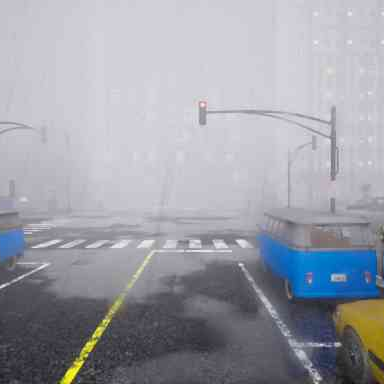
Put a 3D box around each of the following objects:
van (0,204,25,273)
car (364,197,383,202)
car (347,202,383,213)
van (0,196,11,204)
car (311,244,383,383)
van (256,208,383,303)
[{"bbox_3d":[-5.693,1.339,7.986,1.690,1.788,3.998,-1,0,0],"label":"van"},{"bbox_3d":[15.271,1.339,27.264,5.009,1.841,2.192,0,1,0],"label":"car"},{"bbox_3d":[13.730,1.653,24.682,4.718,1.301,1.895,0,1,0],"label":"car"},{"bbox_3d":[-17.119,1.201,27.495,3.998,1.788,1.690,0,1,0],"label":"van"},{"bbox_3d":[2.683,1.525,2.516,1.752,1.417,4.829,-1,0,0],"label":"car"},{"bbox_3d":[2.687,1.339,7.948,1.690,1.788,3.998,-1,0,0],"label":"van"}]
